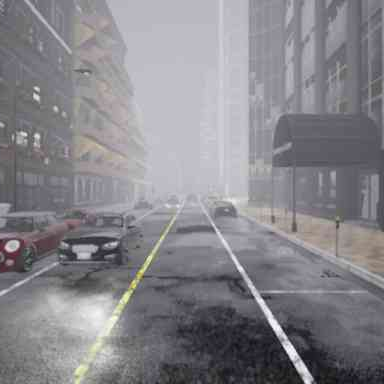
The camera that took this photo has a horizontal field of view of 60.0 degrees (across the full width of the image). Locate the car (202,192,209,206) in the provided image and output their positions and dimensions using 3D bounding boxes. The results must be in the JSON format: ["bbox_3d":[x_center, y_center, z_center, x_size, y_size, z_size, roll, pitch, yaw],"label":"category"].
[{"bbox_3d":[2.754,1.164,45.666,1.801,1.575,5.366,0,0,0],"label":"car"}]

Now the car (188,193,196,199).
[{"bbox_3d":[0.007,0.890,76.812,1.812,1.442,4.674,0,0,0],"label":"car"}]

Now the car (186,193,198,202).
[{"bbox_3d":[0.033,0.969,62.693,2.097,1.767,4.553,0,0,0],"label":"car"}]

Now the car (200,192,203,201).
[{"bbox_3d":[2.576,1.155,60.180,1.752,1.417,4.829,0,0,0],"label":"car"}]

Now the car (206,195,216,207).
[{"bbox_3d":[2.574,1.310,32.500,1.752,1.417,4.829,0,0,0],"label":"car"}]

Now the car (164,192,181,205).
[{"bbox_3d":[-2.820,1.179,51.715,1.837,1.490,4.892,0,0,0],"label":"car"}]

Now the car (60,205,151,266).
[{"bbox_3d":[-2.850,1.411,11.230,2.128,1.511,4.902,0,0,0],"label":"car"}]

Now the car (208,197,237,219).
[{"bbox_3d":[2.573,1.385,26.794,1.947,1.339,4.313,0,0,0],"label":"car"}]

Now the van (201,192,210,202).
[{"bbox_3d":[2.578,0.944,65.542,1.690,1.788,3.998,0,0,0],"label":"van"}]

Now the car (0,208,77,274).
[{"bbox_3d":[-5.307,1.367,10.179,1.967,1.590,4.097,1,0,0],"label":"car"}]

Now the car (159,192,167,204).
[{"bbox_3d":[-5.305,1.210,54.468,2.008,1.369,4.403,0,0,0],"label":"car"}]

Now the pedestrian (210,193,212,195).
[{"bbox_3d":[2.755,0.985,48.664,0.375,1.860,0.375,0,0,0],"label":"pedestrian"}]

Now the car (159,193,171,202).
[{"bbox_3d":[-5.303,1.043,65.538,1.967,1.590,4.097,0,0,0],"label":"car"}]

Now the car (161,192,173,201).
[{"bbox_3d":[-5.302,0.892,71.073,2.192,1.841,5.009,0,0,0],"label":"car"}]

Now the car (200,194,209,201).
[{"bbox_3d":[2.576,1.101,71.250,1.752,1.417,4.829,0,0,0],"label":"car"}]

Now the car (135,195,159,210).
[{"bbox_3d":[-5.305,1.193,37.858,1.967,1.590,4.097,0,0,0],"label":"car"}]
